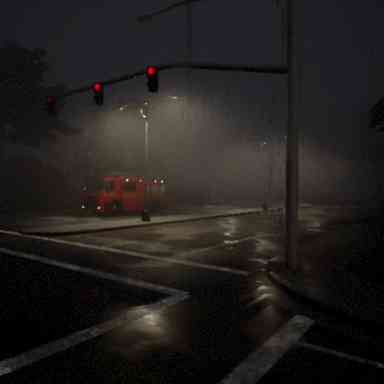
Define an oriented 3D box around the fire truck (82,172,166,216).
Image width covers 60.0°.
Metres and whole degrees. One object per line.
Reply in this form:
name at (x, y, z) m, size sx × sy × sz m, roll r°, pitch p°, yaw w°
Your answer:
fire truck at (-6.207, 0.166, 31.865) m, size 2.891 × 3.827 × 8.468 m, roll 1°, pitch 0°, yaw 36°
